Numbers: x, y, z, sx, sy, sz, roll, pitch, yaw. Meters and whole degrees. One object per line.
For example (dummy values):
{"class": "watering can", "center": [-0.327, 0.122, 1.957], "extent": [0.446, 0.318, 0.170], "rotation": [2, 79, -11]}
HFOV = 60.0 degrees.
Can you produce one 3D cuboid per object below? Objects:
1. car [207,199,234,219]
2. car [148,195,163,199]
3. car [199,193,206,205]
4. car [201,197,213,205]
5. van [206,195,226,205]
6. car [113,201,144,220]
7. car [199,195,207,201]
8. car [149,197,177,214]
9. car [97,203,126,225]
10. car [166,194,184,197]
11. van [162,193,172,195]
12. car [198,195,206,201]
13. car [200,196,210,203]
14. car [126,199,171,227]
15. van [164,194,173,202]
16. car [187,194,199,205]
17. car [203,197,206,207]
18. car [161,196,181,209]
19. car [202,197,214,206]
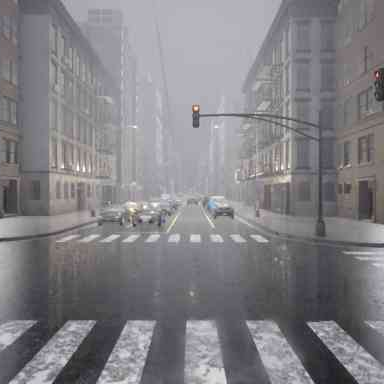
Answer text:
{"class": "car", "center": [2.637, 1.548, 28.894], "extent": [2.008, 1.369, 4.403], "rotation": [0, 0, 0]}
{"class": "car", "center": [-5.414, 1.436, 45.111], "extent": [1.967, 1.590, 4.097], "rotation": [0, 0, 0]}
{"class": "car", "center": [2.641, 1.311, 50.519], "extent": [2.192, 1.841, 5.009], "rotation": [0, 0, 0]}
{"class": "car", "center": [2.643, 1.546, 61.332], "extent": [2.008, 1.369, 4.403], "rotation": [0, 0, 0]}
{"class": "van", "center": [2.638, 1.338, 34.300], "extent": [1.690, 1.788, 3.998], "rotation": [0, 0, 0]}
{"class": "car", "center": [-5.398, 1.523, 28.723], "extent": [1.752, 1.417, 4.829], "rotation": [0, 0, 0]}
{"class": "car", "center": [2.647, 1.539, 82.957], "extent": [1.887, 1.381, 4.507], "rotation": [0, 0, 0]}
{"class": "car", "center": [-2.848, 1.544, 32.738], "extent": [2.033, 1.411, 5.357], "rotation": [0, 0, 0]}
{"class": "car", "center": [-5.392, 1.549, 23.486], "extent": [2.008, 1.369, 4.403], "rotation": [0, 0, 0]}
{"class": "car", "center": [-2.801, 1.473, 53.006], "extent": [1.882, 1.535, 5.008], "rotation": [0, 0, 1]}
{"class": "van", "center": [-5.435, 1.336, 66.736], "extent": [1.690, 1.788, 3.998], "rotation": [0, 0, 0]}
{"class": "car", "center": [2.648, 1.560, 88.363], "extent": [1.947, 1.339, 4.313], "rotation": [0, 0, 0]}
{"class": "car", "center": [2.644, 1.521, 66.907], "extent": [1.752, 1.417, 4.829], "rotation": [0, 0, 0]}
{"class": "car", "center": [-2.851, 1.489, 22.855], "extent": [2.128, 1.511, 4.902], "rotation": [0, 0, 0]}
{"class": "van", "center": [-5.446, 1.336, 77.548], "extent": [1.690, 1.788, 3.998], "rotation": [0, 0, 0]}
{"class": "car", "center": [0.094, 1.501, 57.056], "extent": [1.837, 1.490, 4.892], "rotation": [0, 0, 0]}
{"class": "car", "center": [2.639, 1.578, 39.707], "extent": [1.802, 1.307, 4.206], "rotation": [0, 0, 0]}
{"class": "car", "center": [-2.838, 1.560, 42.752], "extent": [1.994, 1.385, 4.181], "rotation": [0, 0, 1]}
{"class": "car", "center": [2.642, 1.562, 55.925], "extent": [1.947, 1.339, 4.313], "rotation": [0, 0, 0]}
